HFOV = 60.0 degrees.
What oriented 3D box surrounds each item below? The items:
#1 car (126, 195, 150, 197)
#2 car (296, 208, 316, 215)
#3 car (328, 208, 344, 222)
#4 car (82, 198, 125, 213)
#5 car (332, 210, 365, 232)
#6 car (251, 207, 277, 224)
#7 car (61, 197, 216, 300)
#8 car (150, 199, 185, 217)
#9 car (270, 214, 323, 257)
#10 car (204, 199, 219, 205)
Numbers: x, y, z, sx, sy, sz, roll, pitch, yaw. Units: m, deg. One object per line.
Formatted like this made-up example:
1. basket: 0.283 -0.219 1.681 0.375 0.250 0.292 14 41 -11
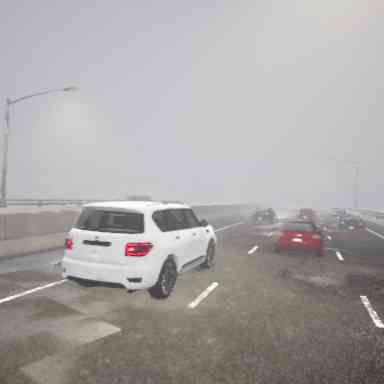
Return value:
1. car: -6.270 1.372 36.594 2.150 2.045 5.566 2 -1 20
2. car: 12.197 2.454 35.687 1.812 1.442 4.674 2 -1 20
3. car: 16.768 2.647 38.209 2.128 1.511 4.902 2 -1 21
4. car: -9.784 1.500 37.175 2.128 1.511 4.902 2 -1 20
5. car: 12.805 2.454 27.172 1.895 1.301 4.718 2 -1 20
6. car: 6.709 2.127 30.789 2.128 1.511 4.902 2 -1 20
7. car: -0.977 1.280 8.924 2.150 2.045 5.566 2 -1 19
8. car: -2.558 1.661 36.573 2.097 1.767 4.553 2 -1 20
9. car: 4.887 1.943 15.182 1.994 1.385 4.181 2 -1 19
10. car: 4.439 2.313 75.046 1.895 1.301 4.718 2 -1 21
